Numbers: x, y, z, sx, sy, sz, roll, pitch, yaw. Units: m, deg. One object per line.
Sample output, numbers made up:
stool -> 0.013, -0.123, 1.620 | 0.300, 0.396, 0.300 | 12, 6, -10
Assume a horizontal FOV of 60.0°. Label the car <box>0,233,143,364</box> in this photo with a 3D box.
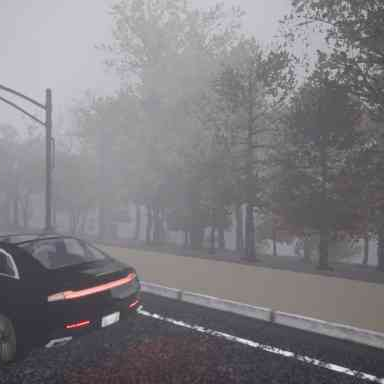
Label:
car -> -3.061, 1.491, 5.868 | 4.902, 1.511, 2.128 | 0, 0, 36
